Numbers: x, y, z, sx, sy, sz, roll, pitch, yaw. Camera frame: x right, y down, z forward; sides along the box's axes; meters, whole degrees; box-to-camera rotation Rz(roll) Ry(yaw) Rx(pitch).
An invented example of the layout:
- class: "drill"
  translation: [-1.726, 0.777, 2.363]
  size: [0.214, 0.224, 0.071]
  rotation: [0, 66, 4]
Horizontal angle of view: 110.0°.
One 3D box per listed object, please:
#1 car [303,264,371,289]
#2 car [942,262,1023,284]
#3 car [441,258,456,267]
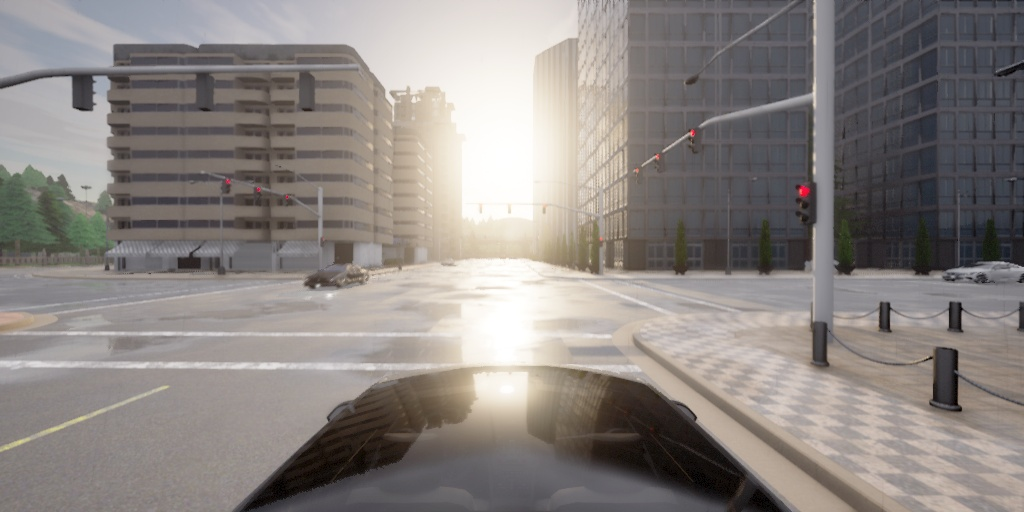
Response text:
- class: "car"
  translation: [-10.505, 1.202, 22.064]
  size: [2.033, 1.411, 5.357]
  rotation: [0, 0, 0]
- class: "car"
  translation: [32.295, 1.132, 24.356]
  size: [4.674, 1.442, 1.812]
  rotation: [0, 0, 0]
- class: "car"
  translation: [-10.495, 1.106, 59.119]
  size: [1.812, 1.442, 4.674]
  rotation: [0, 1, 0]
